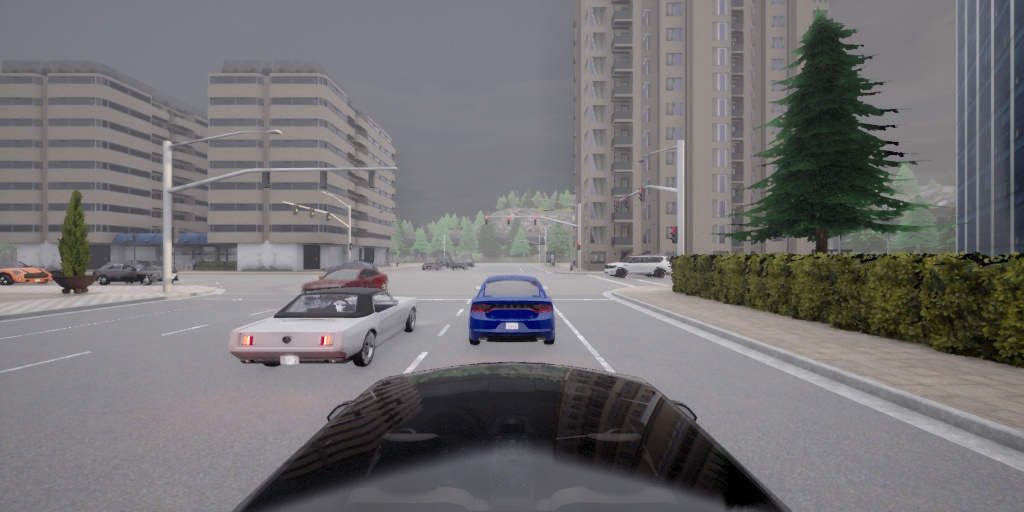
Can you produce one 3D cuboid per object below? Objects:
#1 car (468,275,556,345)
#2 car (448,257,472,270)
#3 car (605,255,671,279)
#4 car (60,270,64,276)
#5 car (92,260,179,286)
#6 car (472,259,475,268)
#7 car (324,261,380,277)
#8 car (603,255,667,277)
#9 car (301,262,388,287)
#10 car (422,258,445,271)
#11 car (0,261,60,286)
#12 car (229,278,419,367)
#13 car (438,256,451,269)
[{"bbox_3d":[-0.005,1.228,9.539,1.882,1.535,5.008,0,0,0],"label":"car"},{"bbox_3d":[-7.524,1.297,52.303,2.033,1.411,5.357,0,0,0],"label":"car"},{"bbox_3d":[11.180,0.971,31.994,5.566,2.045,2.150,0,0,0],"label":"car"},{"bbox_3d":[-38.616,1.351,28.346,4.718,1.301,1.895,0,0,0],"label":"car"},{"bbox_3d":[-25.948,1.241,24.810,4.902,1.511,2.128,0,0,1],"label":"car"},{"bbox_3d":[-7.612,1.228,62.643,1.882,1.535,5.008,0,0,0],"label":"car"},{"bbox_3d":[-15.771,1.275,35.523,4.674,1.442,1.812,0,0,0],"label":"car"},{"bbox_3d":[12.117,0.971,35.638,5.566,2.045,2.150,0,0,3],"label":"car"},{"bbox_3d":[-7.194,1.227,15.875,1.882,1.535,5.008,0,0,3],"label":"car"},{"bbox_3d":[-11.011,1.314,49.409,1.994,1.385,4.181,0,0,0],"label":"car"},{"bbox_3d":[-35.100,1.102,24.839,4.553,1.767,2.097,0,0,0],"label":"car"},{"bbox_3d":[-3.497,1.351,7.873,1.895,1.301,4.718,0,0,0],"label":"car"},{"bbox_3d":[-11.095,0.971,58.766,2.150,2.045,5.566,0,0,0],"label":"car"}]
